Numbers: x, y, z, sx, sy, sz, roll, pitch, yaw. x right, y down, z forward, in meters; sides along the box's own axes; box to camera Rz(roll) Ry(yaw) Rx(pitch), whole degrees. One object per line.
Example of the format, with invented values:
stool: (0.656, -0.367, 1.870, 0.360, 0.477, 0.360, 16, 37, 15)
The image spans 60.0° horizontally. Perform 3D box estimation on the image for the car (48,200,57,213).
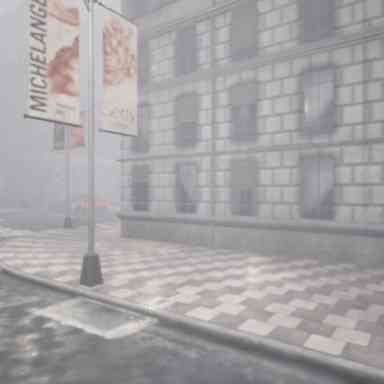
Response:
car: (-13.261, 1.231, 37.464, 2.150, 2.045, 5.566, 0, 0, 36)

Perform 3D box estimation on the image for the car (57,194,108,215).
car: (-11.064, 1.360, 34.519, 2.097, 1.767, 4.553, 0, 0, 36)
